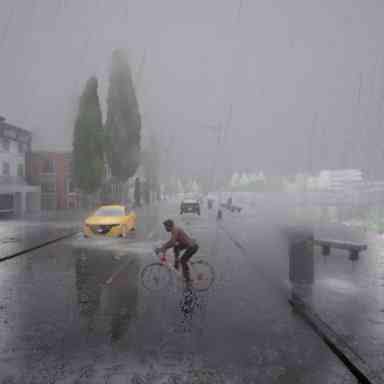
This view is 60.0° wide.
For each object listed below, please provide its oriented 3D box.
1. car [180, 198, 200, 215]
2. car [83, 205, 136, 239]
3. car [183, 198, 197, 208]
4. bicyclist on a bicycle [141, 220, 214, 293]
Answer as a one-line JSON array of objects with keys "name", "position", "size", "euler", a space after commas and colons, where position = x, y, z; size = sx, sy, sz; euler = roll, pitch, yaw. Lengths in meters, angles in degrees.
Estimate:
[{"name": "car", "position": [-0.196, 1.476, 34.249], "size": [1.882, 1.535, 5.008], "euler": [0, -1, -1]}, {"name": "car", "position": [-4.210, 1.476, 17.664], "size": [1.882, 1.535, 5.008], "euler": [0, 0, 0]}, {"name": "car", "position": [-0.319, 1.561, 47.842], "size": [1.994, 1.385, 4.181], "euler": [0, 0, -1]}, {"name": "bicyclist on a bicycle", "position": [-0.334, 1.444, 7.440], "size": [1.656, 1.620, 0.582], "euler": [-2, 0, -1]}]
